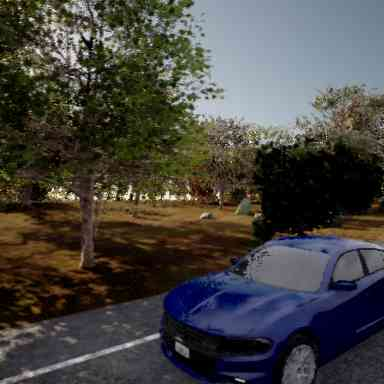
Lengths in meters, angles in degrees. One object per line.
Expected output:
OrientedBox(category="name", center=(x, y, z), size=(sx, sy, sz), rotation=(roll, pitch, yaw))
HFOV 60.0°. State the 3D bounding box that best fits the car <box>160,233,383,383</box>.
OrientedBox(category="car", center=(1.832, 1.486, 5.286), size=(5.008, 1.535, 1.882), rotation=(0, 0, -39))
